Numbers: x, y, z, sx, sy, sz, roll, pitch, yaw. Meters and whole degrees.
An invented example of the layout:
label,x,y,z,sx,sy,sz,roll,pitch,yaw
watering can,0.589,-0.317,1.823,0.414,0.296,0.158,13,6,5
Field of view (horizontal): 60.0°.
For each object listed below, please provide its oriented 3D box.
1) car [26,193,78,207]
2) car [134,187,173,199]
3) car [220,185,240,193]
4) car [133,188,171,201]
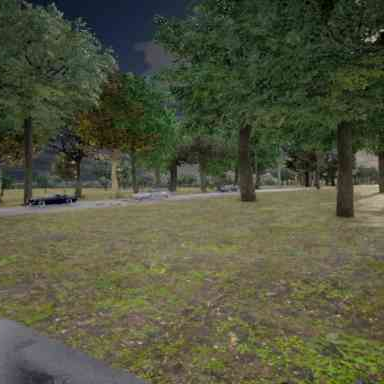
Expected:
label,x,y,z,sx,sy,sz,roll,pitch,yaw
car,-14.158,0.784,33.652,1.895,1.301,4.718,-1,2,38
car,-5.153,0.152,45.351,2.033,1.411,5.357,-1,2,38
car,6.952,-0.582,60.916,1.837,1.490,4.892,-1,2,38
car,-4.728,0.331,39.855,1.895,1.301,4.718,-1,2,37
